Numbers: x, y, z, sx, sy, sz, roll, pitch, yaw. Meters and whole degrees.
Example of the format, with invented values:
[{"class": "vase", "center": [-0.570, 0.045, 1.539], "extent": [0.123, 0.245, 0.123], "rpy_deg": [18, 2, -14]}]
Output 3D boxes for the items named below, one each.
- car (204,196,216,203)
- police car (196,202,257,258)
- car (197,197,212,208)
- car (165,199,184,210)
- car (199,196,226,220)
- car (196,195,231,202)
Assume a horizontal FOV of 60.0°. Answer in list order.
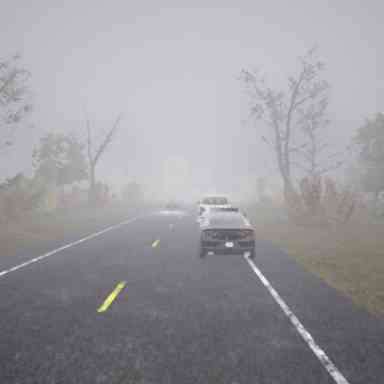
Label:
[{"class": "car", "center": [3.757, 1.534, 68.044], "extent": [2.033, 1.411, 5.357], "rpy_deg": [0, 0, 6]}, {"class": "police car", "center": [1.197, 1.398, 12.719], "extent": [1.930, 1.638, 5.238], "rpy_deg": [0, 0, 1]}, {"class": "car", "center": [1.877, 1.459, 47.489], "extent": [1.837, 1.490, 4.892], "rpy_deg": [0, 0, 5]}, {"class": "car", "center": [-2.148, 1.545, 41.391], "extent": [1.895, 1.301, 4.718], "rpy_deg": [0, 0, 4]}, {"class": "car", "center": [1.741, 1.298, 28.499], "extent": [2.097, 1.767, 4.553], "rpy_deg": [0, 0, 3]}, {"class": "car", "center": [1.491, 1.179, 22.590], "extent": [2.150, 2.045, 5.566], "rpy_deg": [0, 0, 2]}]
